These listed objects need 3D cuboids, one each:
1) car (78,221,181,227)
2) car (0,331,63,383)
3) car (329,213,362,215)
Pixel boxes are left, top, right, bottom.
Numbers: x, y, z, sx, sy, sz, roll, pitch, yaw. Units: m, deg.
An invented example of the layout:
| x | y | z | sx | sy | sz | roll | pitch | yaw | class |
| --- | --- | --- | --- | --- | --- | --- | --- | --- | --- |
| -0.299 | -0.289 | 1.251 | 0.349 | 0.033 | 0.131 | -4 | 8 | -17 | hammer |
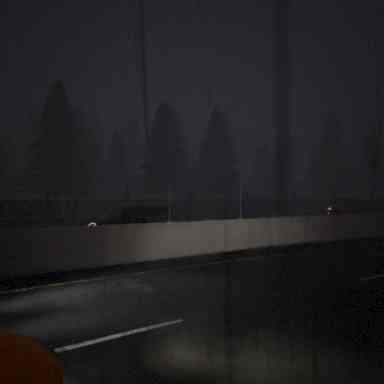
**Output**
| x | y | z | sx | sy | sz | roll | pitch | yaw | class |
| --- | --- | --- | --- | --- | --- | --- | --- | --- | --- |
| -2.704 | 1.331 | 14.496 | 4.553 | 1.767 | 2.097 | 0 | 0 | -31 | car |
| -3.161 | 1.460 | 1.399 | 5.008 | 1.535 | 1.882 | 0 | 0 | -36 | car |
| 13.340 | 1.405 | 30.488 | 4.553 | 1.767 | 2.097 | 0 | 0 | -24 | car |
